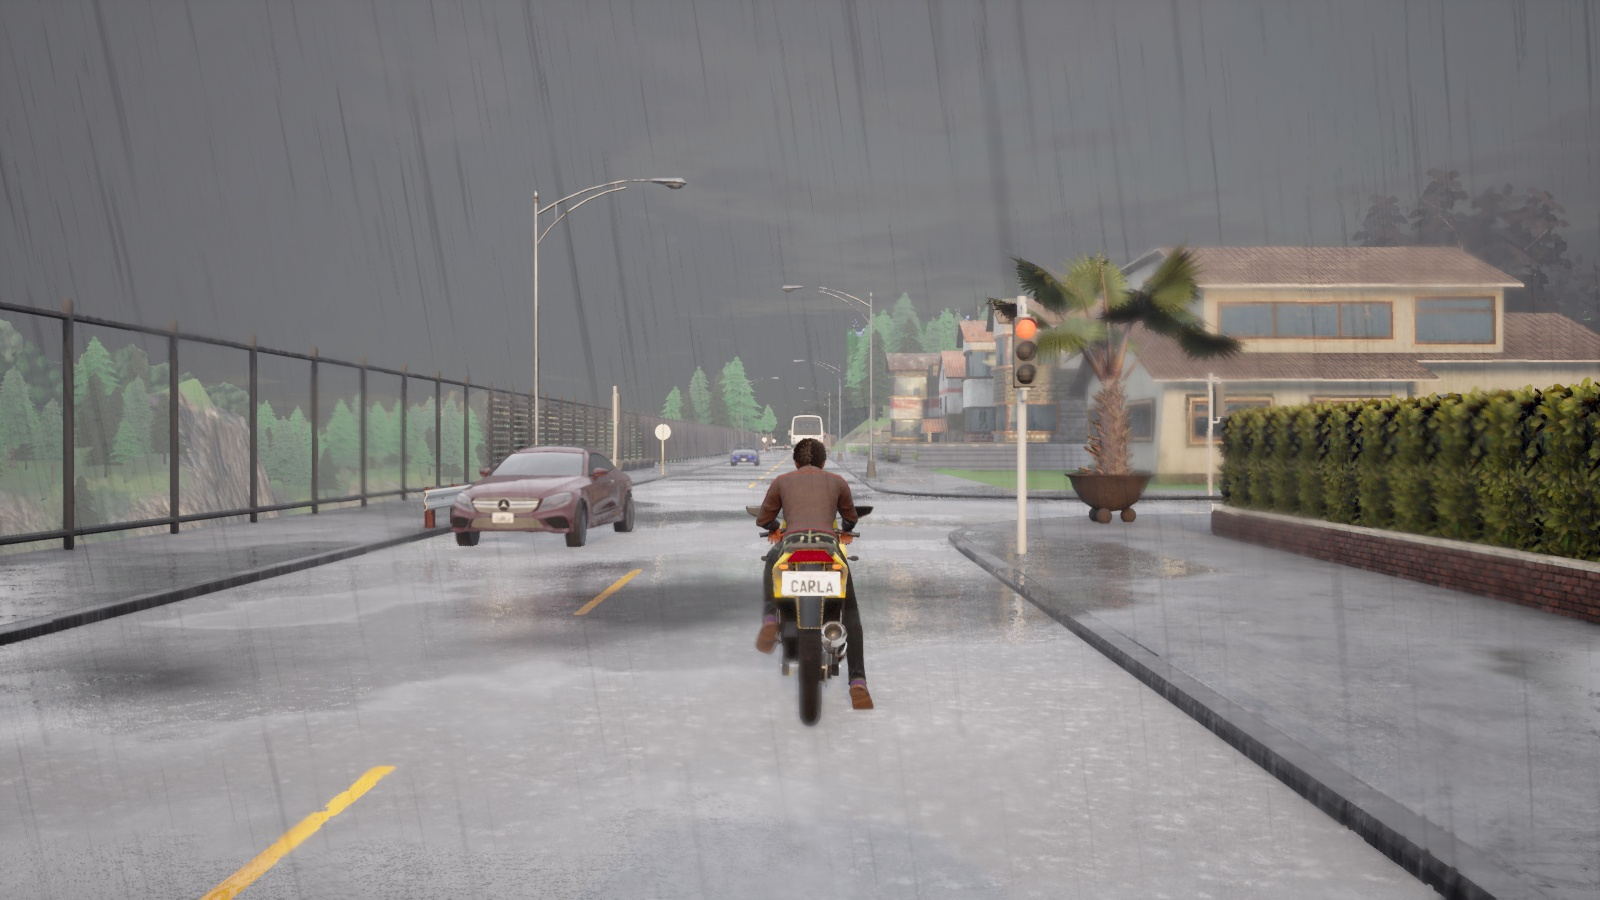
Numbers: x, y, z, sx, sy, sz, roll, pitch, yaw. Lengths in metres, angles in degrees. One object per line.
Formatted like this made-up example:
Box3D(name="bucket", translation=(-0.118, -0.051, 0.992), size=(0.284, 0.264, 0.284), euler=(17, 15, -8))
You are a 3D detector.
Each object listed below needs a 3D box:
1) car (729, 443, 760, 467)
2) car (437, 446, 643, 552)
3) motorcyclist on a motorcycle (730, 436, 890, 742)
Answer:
Box3D(name="car", translation=(-3.533, 0.302, 80.633), size=(1.816, 1.474, 4.193), euler=(0, 0, 0))
Box3D(name="car", translation=(-3.855, 0.659, 19.505), size=(1.812, 1.442, 4.674), euler=(0, 0, 6))
Box3D(name="motorcyclist on a motorcycle", translation=(0.056, 0.688, 7.269), size=(0.797, 1.523, 2.044), euler=(0, 0, 0))
